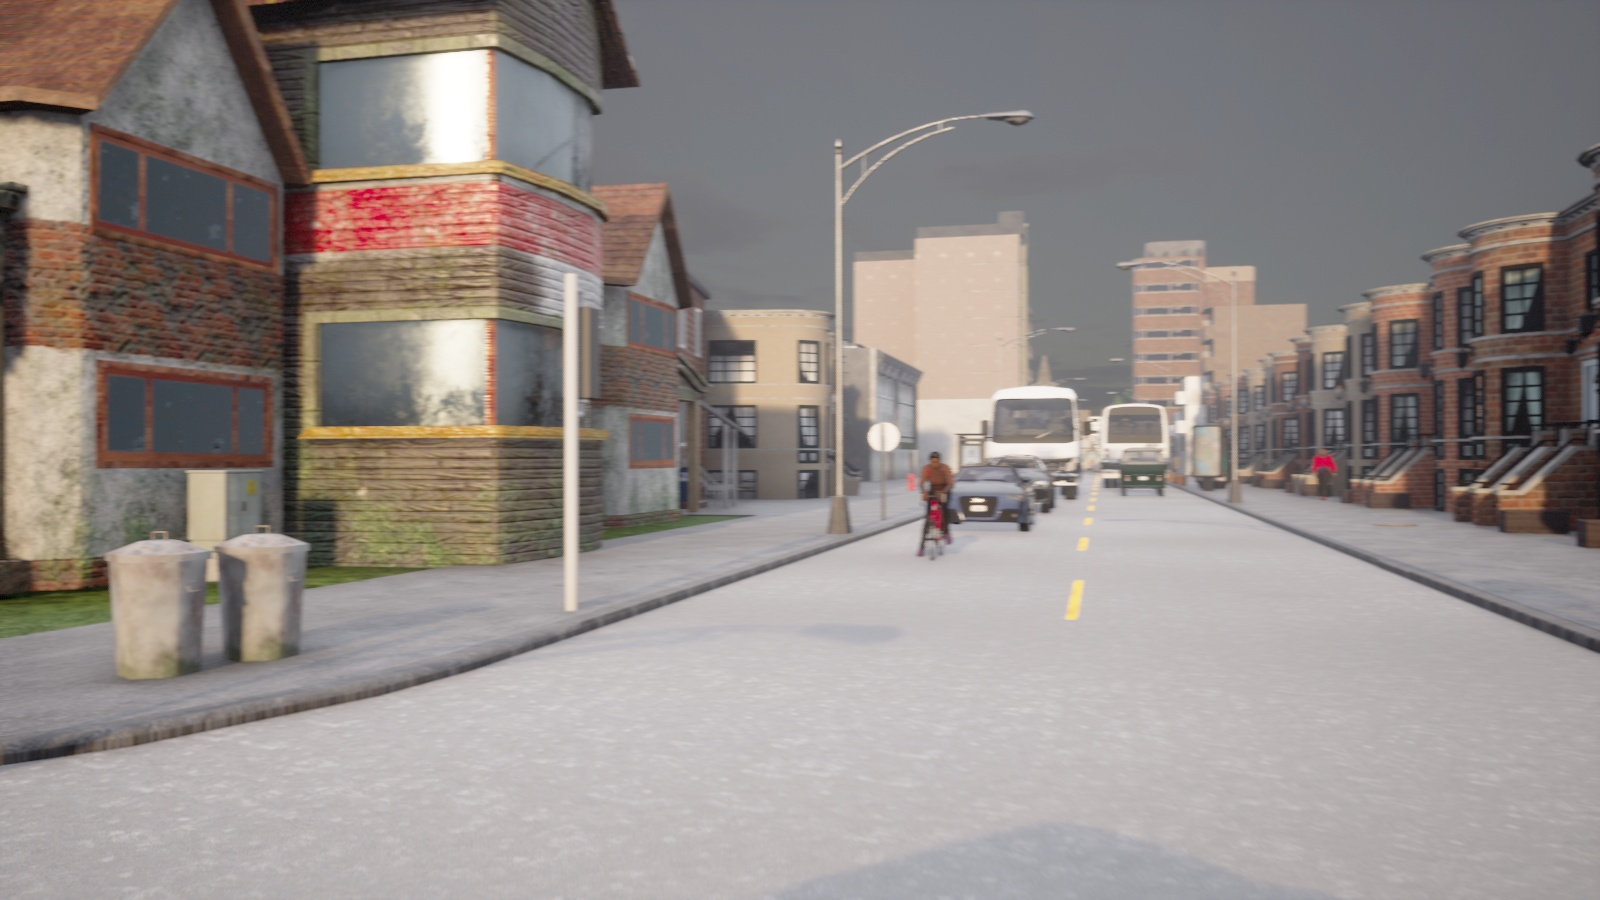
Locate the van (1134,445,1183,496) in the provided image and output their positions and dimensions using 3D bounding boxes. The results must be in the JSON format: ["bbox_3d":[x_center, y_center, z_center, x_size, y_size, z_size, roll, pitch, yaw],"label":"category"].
[{"bbox_3d":[14.623,0.808,51.394,1.775,1.987,4.442,0,0,14],"label":"van"}]

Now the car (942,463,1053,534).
[{"bbox_3d":[4.370,0.997,27.247,1.994,1.385,4.181,0,0,14],"label":"car"}]

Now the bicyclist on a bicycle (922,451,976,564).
[{"bbox_3d":[2.257,0.835,18.910,0.582,1.620,1.656,0,0,14],"label":"bicyclist on a bicycle"}]

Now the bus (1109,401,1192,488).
[{"bbox_3d":[18.634,-0.223,67.235,3.944,4.253,10.273,0,0,14],"label":"bus"}]

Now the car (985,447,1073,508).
[{"bbox_3d":[6.752,0.770,36.641,2.152,1.651,5.027,0,0,14],"label":"car"}]

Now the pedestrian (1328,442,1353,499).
[{"bbox_3d":[17.813,0.666,41.385,0.634,1.844,0.899,-1,-1,30],"label":"pedestrian"}]

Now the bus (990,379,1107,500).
[{"bbox_3d":[9.964,-0.307,49.338,3.944,4.253,10.273,0,-1,14],"label":"bus"}]
